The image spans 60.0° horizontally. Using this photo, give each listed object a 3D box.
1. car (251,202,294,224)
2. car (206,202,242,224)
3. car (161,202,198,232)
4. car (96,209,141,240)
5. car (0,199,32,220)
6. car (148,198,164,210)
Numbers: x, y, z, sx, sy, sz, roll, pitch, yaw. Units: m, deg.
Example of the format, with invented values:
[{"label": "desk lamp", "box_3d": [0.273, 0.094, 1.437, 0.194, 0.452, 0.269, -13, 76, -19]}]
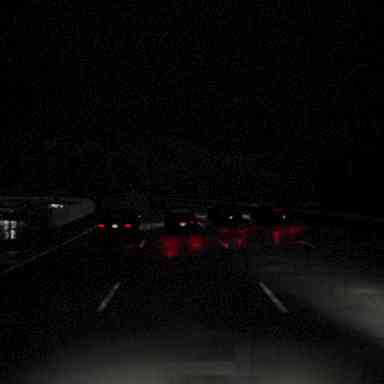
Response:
[{"label": "car", "box_3d": [5.803, 1.447, 24.459, 2.128, 1.511, 4.902, 0, 0, -7]}, {"label": "car", "box_3d": [2.279, 1.481, 24.556, 2.128, 1.511, 4.902, 0, 0, -8]}, {"label": "car", "box_3d": [-0.756, 1.541, 20.084, 1.812, 1.442, 4.674, 0, 0, -6]}, {"label": "car", "box_3d": [-3.768, 1.591, 17.492, 2.033, 1.411, 5.357, 0, 0, -7]}, {"label": "car", "box_3d": [-16.570, 1.695, 30.480, 1.812, 1.442, 4.674, -1, 0, -10]}, {"label": "car", "box_3d": [-4.712, 1.541, 44.130, 1.882, 1.535, 5.008, 0, 0, -14]}]
